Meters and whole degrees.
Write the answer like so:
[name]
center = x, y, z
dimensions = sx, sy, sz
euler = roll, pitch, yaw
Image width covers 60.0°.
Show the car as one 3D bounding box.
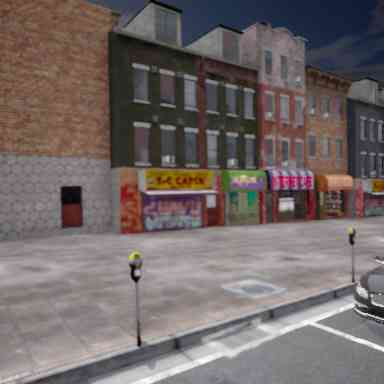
[car]
center = 4.763, 1.555, 6.220
dimensions = 4.403, 1.369, 2.008
euler = 0, -1, -35
